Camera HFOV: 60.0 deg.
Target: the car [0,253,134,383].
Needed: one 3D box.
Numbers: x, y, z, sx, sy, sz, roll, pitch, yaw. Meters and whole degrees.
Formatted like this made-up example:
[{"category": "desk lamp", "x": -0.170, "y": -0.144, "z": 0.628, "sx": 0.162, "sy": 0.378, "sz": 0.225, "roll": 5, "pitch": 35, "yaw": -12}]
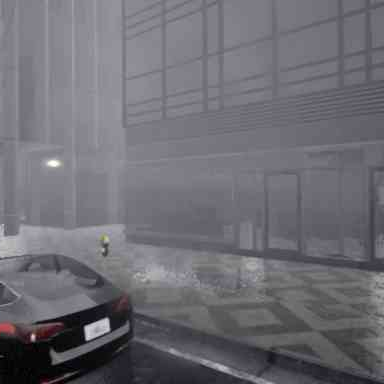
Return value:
[{"category": "car", "x": -2.756, "y": 1.612, "z": 4.995, "sx": 4.313, "sy": 1.339, "sz": 1.947, "roll": -1, "pitch": 0, "yaw": 36}]
